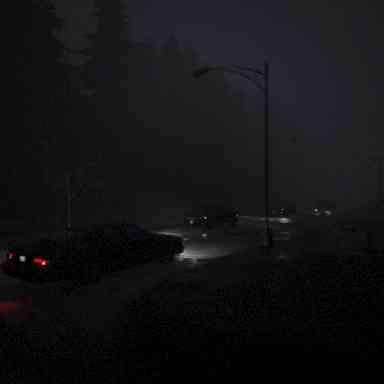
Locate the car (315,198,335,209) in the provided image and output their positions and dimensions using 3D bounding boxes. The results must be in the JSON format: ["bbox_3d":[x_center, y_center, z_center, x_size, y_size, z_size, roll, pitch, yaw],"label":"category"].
[{"bbox_3d":[19.002,1.705,47.415,1.837,1.490,4.892,0,0,35],"label":"car"}]

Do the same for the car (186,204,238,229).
[{"bbox_3d":[1.360,1.577,22.297,2.128,1.511,4.902,0,0,35],"label":"car"}]

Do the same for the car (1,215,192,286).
[{"bbox_3d":[-2.440,1.586,9.682,2.033,1.411,5.357,0,0,35],"label":"car"}]

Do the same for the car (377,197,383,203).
[{"bbox_3d":[42.683,1.797,74.371,2.128,1.511,4.902,0,0,35],"label":"car"}]

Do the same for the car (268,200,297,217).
[{"bbox_3d":[8.999,1.629,33.245,1.837,1.490,4.892,0,0,35],"label":"car"}]
